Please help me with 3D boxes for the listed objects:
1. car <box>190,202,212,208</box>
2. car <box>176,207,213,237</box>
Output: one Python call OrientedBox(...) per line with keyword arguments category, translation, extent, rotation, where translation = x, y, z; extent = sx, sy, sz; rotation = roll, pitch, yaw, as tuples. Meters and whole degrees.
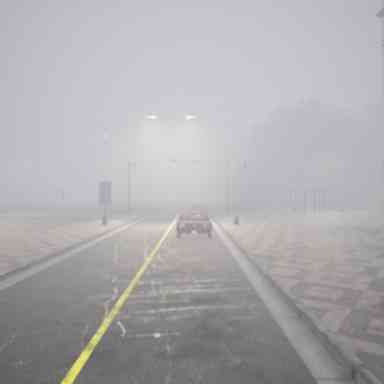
OrientedBox(category="car", translation=(1.011, 1.797, 35.838), extent=(2.128, 1.511, 4.902), rotation=(-1, -1, 13))
OrientedBox(category="car", translation=(0.114, 1.765, 19.064), extent=(1.895, 1.301, 4.718), rotation=(0, 0, 0))
